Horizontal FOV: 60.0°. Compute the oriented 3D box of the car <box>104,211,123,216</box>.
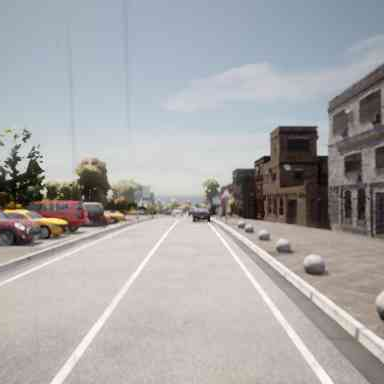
[{"bbox_3d":[-21.733,5.912,92.003,4.674,1.452,2.002,0,-4,0],"label":"car"}]

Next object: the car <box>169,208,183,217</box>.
[{"bbox_3d":[-3.117,4.335,70.991,2.150,2.045,5.566,0,-4,0],"label":"car"}]

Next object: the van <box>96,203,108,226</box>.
[{"bbox_3d":[-9.634,1.871,27.575,4.442,1.987,1.878,0,-2,0],"label":"van"}]

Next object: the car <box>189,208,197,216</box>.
[{"bbox_3d":[0.201,5.257,88.320,2.150,2.045,5.566,0,-4,0],"label":"car"}]

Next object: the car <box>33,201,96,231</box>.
[{"bbox_3d":[-9.514,1.608,21.389,5.566,2.045,2.435,0,-2,0],"label":"car"}]

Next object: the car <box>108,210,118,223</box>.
[{"bbox_3d":[-9.561,2.097,30.606,4.553,1.767,2.185,0,-3,0],"label":"car"}]

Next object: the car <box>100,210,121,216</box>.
[{"bbox_3d":[-21.755,5.675,88.863,5.008,1.535,2.097,0,-4,0],"label":"car"}]

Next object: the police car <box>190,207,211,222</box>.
[{"bbox_3d":[1.017,2.445,36.872,1.930,1.638,5.238,1,-2,0],"label":"police car"}]

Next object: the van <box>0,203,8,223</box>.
[{"bbox_3d":[-21.695,2.158,34.124,4.442,1.987,1.878,0,-3,0],"label":"van"}]

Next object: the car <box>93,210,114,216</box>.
[{"bbox_3d":[-21.777,5.304,82.324,4.674,1.452,2.002,0,-4,0],"label":"car"}]

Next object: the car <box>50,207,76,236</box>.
[{"bbox_3d":[-9.464,1.764,18.465,5.008,1.535,2.097,0,-2,0],"label":"car"}]

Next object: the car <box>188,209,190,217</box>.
[{"bbox_3d":[0.142,4.594,73.288,1.837,1.490,4.892,0,-4,0],"label":"car"}]

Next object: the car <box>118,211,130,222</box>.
[{"bbox_3d":[-9.357,2.352,33.516,5.366,1.575,1.946,0,-3,0],"label":"car"}]

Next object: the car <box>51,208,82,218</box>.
[{"bbox_3d":[-21.925,3.615,58.047,4.553,1.767,2.185,0,-4,0],"label":"car"}]

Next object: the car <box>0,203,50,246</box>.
[{"bbox_3d":[-9.465,1.540,15.434,4.553,1.767,2.185,0,-2,0],"label":"car"}]

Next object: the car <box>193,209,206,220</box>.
[{"bbox_3d":[1.018,3.098,46.764,1.837,1.490,4.892,0,-4,0],"label":"car"}]

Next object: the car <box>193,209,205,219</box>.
[{"bbox_3d":[1.037,3.473,52.757,1.837,1.490,4.892,0,-4,0],"label":"car"}]

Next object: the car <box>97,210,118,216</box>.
[{"bbox_3d":[-21.759,5.471,85.596,4.892,1.521,2.231,0,-4,0],"label":"car"}]
